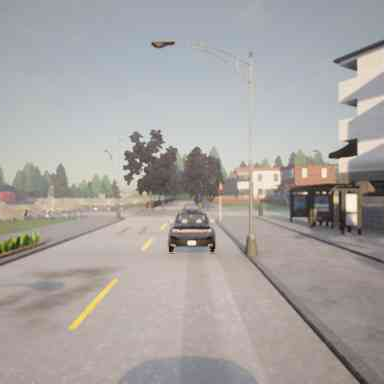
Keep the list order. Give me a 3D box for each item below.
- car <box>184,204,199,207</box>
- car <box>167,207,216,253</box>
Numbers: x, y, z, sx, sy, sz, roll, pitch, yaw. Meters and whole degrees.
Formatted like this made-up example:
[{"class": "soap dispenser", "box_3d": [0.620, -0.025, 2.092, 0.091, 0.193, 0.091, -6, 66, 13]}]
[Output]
[{"class": "car", "box_3d": [-0.015, 1.800, 29.386, 1.812, 1.442, 4.674, 0, 0, 0]}, {"class": "car", "box_3d": [-0.001, 1.626, 14.296, 2.128, 1.511, 4.902, 0, 0, 0]}]
